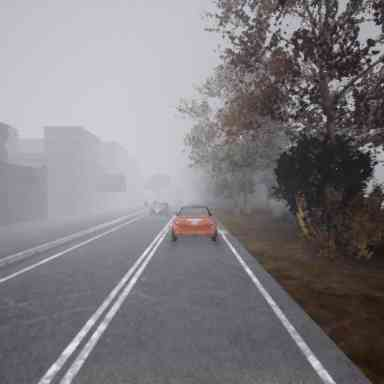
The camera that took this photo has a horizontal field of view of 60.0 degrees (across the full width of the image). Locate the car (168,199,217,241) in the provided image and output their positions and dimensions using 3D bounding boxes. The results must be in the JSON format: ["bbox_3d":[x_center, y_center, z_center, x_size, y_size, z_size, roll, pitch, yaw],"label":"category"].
[{"bbox_3d":[0.117,1.407,17.019,2.097,1.767,4.553,0,0,0],"label":"car"}]

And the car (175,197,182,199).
[{"bbox_3d":[-3.125,1.770,74.159,1.994,1.385,4.181,0,0,0],"label":"car"}]

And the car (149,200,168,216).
[{"bbox_3d":[-3.295,1.611,34.124,2.128,1.511,4.902,0,0,0],"label":"car"}]
